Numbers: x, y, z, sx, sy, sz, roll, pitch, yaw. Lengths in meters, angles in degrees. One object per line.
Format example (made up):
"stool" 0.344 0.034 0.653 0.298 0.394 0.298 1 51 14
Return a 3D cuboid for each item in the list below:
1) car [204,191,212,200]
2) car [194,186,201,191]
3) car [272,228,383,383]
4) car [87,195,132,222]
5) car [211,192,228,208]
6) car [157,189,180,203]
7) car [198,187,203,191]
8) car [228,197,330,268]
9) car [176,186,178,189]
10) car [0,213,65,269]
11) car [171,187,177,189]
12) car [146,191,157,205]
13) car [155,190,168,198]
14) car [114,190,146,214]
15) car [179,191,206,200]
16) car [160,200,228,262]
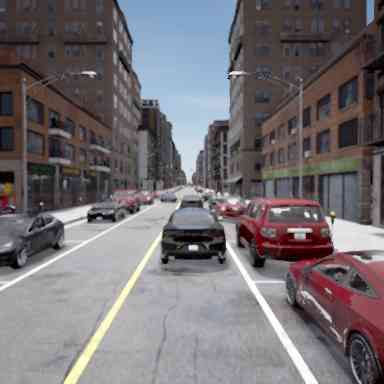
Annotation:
"car" 2.517 0.886 33.147 2.008 1.369 4.403 0 1 0
"car" 2.297 -0.337 93.822 2.008 1.369 4.403 0 1 0
"car" 2.620 1.484 4.747 1.802 1.307 4.206 0 1 0
"car" -5.467 1.133 21.753 1.947 1.339 4.313 0 1 0
"car" 2.558 1.002 21.784 1.967 1.590 4.097 0 1 0
"car" -2.994 0.703 43.130 1.994 1.385 4.181 0 1 0
"car" 2.433 0.402 56.036 1.752 1.417 4.829 0 1 0
"car" 2.600 1.104 10.422 2.192 1.841 5.009 0 1 0
"car" -5.736 -0.354 93.621 1.752 1.417 4.829 0 1 0
"car" -5.425 1.360 10.392 1.947 1.339 4.313 0 1 0
"car" -5.712 -0.222 88.387 2.008 1.369 4.403 0 1 0
"car" -5.529 0.667 38.792 1.967 1.590 4.097 0 1 0
"car" -5.612 0.321 61.517 2.008 1.369 4.403 0 1 0
"car" -5.488 0.769 27.428 2.192 1.841 5.009 0 1 0
"car" -0.014 0.953 27.576 1.837 1.490 4.892 0 1 0
"car" 0.047 1.253 11.176 1.882 1.535 5.008 0 1 0
